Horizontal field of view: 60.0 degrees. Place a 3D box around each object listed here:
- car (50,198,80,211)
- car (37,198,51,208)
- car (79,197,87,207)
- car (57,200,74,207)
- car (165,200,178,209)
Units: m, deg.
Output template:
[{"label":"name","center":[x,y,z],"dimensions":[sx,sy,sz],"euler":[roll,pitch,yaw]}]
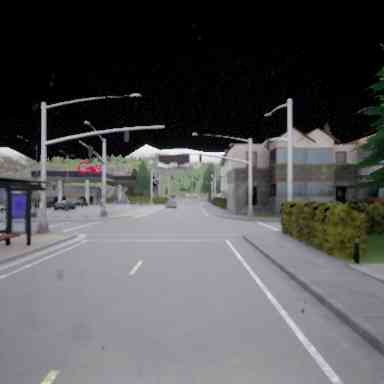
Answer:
[{"label":"car","center":[-18.928,2.065,49.833],"dimensions":[2.007,1.523,4.514],"euler":[0,-1,0]},{"label":"car","center":[-25.898,1.979,59.826],"dimensions":[1.932,1.855,4.605],"euler":[0,-1,0]},{"label":"car","center":[-22.633,2.050,67.703],"dimensions":[1.905,1.878,3.866],"euler":[0,-1,0]},{"label":"car","center":[-25.960,2.340,68.301],"dimensions":[1.970,1.475,3.806],"euler":[0,-1,0]},{"label":"car","center":[-3.506,2.213,56.791],"dimensions":[1.837,1.490,4.892],"euler":[0,1,0]}]
